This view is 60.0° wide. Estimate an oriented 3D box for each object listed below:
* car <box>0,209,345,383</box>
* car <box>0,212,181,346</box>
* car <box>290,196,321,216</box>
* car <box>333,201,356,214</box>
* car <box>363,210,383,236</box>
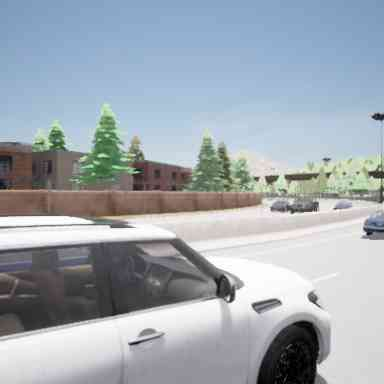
[{"bbox_3d":[-1.018,1.241,3.140,5.566,2.045,2.150,0,0,-36],"label":"car"},{"bbox_3d":[-2.675,1.390,6.322,4.553,1.767,2.097,0,-1,-37],"label":"car"},{"bbox_3d":[13.265,1.518,38.638,2.150,2.045,5.566,0,0,33],"label":"car"},{"bbox_3d":[18.749,1.876,40.835,2.033,1.411,5.357,0,0,30],"label":"car"},{"bbox_3d":[11.259,1.705,18.731,2.033,1.411,5.357,0,-1,43],"label":"car"}]
